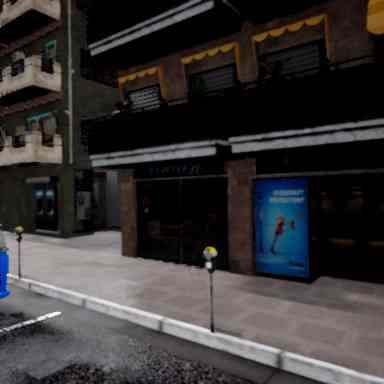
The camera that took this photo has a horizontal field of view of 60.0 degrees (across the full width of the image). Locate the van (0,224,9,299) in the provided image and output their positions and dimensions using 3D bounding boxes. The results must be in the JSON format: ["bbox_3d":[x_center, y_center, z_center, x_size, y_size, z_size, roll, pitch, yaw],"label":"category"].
[{"bbox_3d":[-5.342,1.371,6.701,3.998,1.788,1.690,0,-1,36],"label":"van"}]
